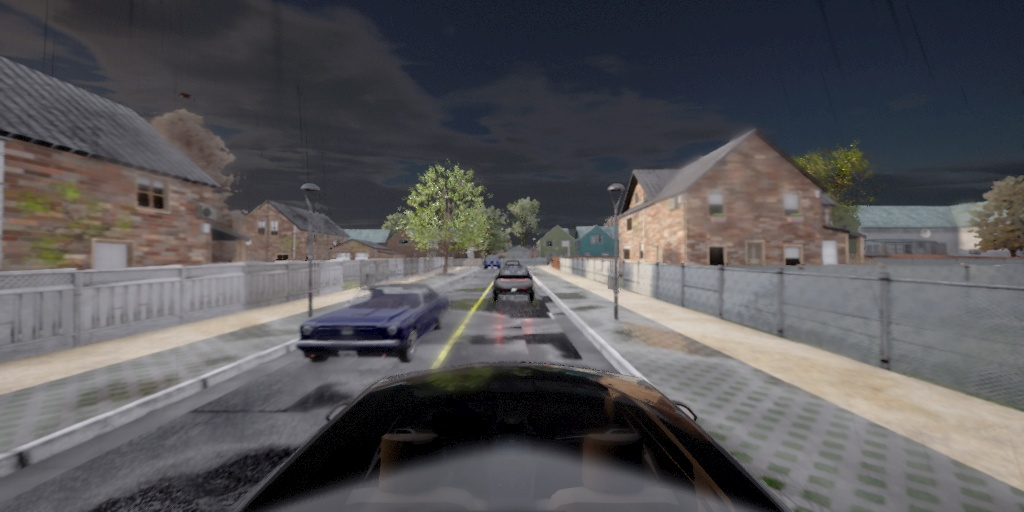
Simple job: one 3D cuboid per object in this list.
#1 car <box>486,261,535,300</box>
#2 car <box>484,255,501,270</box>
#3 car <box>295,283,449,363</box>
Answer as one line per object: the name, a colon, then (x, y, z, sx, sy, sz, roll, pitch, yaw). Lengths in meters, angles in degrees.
car: (0.077, 1.204, 17.387, 2.128, 1.511, 4.902, 0, 0, 0)
car: (-2.807, 0.870, 52.063, 2.150, 2.045, 5.566, 0, 0, 0)
car: (-2.758, 1.334, 8.231, 1.895, 1.301, 4.718, 0, 0, 0)
